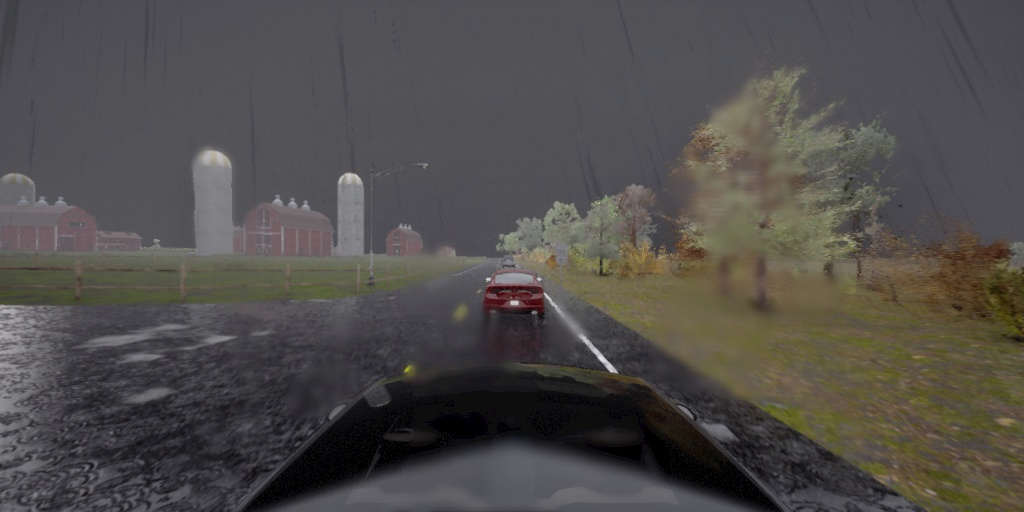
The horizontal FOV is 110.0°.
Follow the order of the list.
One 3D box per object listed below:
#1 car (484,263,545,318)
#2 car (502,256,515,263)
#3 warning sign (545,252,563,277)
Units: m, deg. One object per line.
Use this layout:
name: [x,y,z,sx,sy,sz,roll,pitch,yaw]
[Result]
car: [0.069,1.200,12.809,1.882,1.535,5.008,0,0,0]
car: [-0.530,1.182,57.404,1.994,1.385,4.181,0,0,-1]
warning sign: [3.406,0.793,30.298,1.300,1.860,1.060,0,0,-1]
